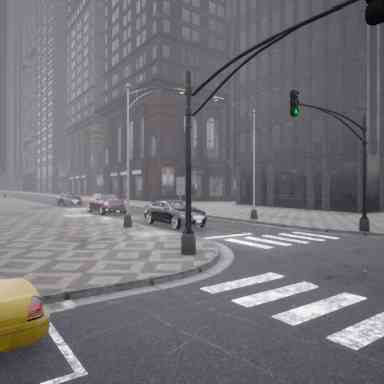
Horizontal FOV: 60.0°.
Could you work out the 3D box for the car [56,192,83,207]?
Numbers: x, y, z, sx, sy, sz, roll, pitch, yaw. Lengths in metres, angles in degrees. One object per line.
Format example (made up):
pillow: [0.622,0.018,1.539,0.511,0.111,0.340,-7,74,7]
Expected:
car: [-13.589,0.812,36.724,2.128,1.511,4.902,0,1,-36]

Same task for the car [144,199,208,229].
car: [-1.056,1.205,19.242,2.128,1.511,4.902,0,1,-36]

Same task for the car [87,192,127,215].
car: [-7.009,0.876,27.546,2.097,1.767,4.553,0,1,-35]

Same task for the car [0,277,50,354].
car: [-4.223,1.525,3.641,4.829,1.417,1.752,0,0,-35]
